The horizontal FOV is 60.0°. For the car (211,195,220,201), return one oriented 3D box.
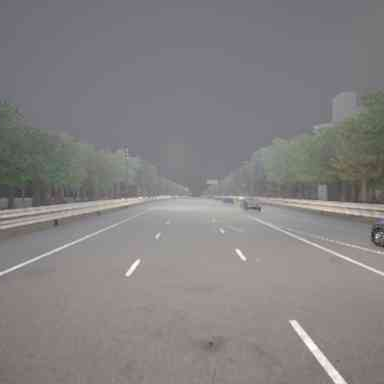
[{"bbox_3d":[7.195,1.666,93.679,2.097,1.767,4.553,0,-1,0],"label":"car"}]

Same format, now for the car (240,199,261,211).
[{"bbox_3d":[7.014,1.557,40.026,2.033,1.411,5.357,0,0,0],"label":"car"}]

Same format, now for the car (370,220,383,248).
[{"bbox_3d":[8.878,1.370,12.294,2.097,1.767,4.553,0,0,-11],"label":"car"}]

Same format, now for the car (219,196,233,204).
[{"bbox_3d":[7.058,1.547,66.540,1.882,1.535,5.008,0,0,0],"label":"car"}]
